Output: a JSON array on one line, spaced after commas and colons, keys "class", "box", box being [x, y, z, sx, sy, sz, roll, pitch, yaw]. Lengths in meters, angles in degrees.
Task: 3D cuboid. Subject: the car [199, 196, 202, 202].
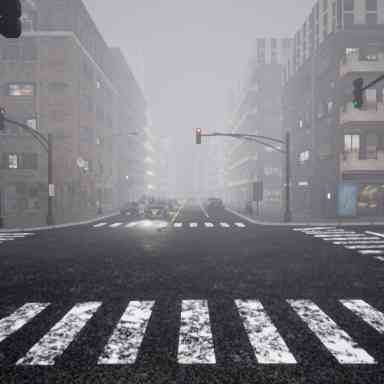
[{"class": "car", "box": [2.606, 1.599, 54.966, 1.802, 1.307, 4.206, 0, 0, 0]}]

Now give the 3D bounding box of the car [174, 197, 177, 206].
[{"class": "car", "box": [-3.163, 1.610, 40.724, 1.895, 1.301, 4.718, 0, 0, 0]}]

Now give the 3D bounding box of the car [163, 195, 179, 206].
[{"class": "car", "box": [-3.160, 1.581, 54.174, 1.994, 1.385, 4.181, 0, 0, 0]}]

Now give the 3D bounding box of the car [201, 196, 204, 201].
[{"class": "car", "box": [2.623, 1.451, 43.601, 1.967, 1.590, 4.097, 0, 0, 0]}]

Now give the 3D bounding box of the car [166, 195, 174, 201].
[{"class": "car", "box": [-5.828, 1.595, 89.045, 2.008, 1.369, 4.403, 0, 0, 0]}]

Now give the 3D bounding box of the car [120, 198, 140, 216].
[{"class": "car", "box": [-5.739, 1.572, 32.221, 1.947, 1.339, 4.313, 0, 0, 0]}]

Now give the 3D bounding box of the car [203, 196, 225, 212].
[{"class": "car", "box": [2.632, 1.448, 37.919, 1.967, 1.590, 4.097, 0, 0, 0]}]

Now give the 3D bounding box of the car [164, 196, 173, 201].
[{"class": "car", "box": [-5.819, 1.589, 83.362, 2.008, 1.369, 4.403, 0, 0, 0]}]

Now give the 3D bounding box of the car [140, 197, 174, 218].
[{"class": "car", "box": [-3.138, 1.497, 30.656, 2.128, 1.511, 4.902, 0, 0, 1]}]

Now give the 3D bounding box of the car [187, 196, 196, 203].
[{"class": "car", "box": [-0.065, 1.539, 70.643, 2.128, 1.511, 4.902, 0, 0, 0]}]

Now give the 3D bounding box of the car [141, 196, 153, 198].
[{"class": "car", "box": [-5.748, 1.534, 37.734, 1.752, 1.417, 4.829, 0, 0, 0]}]

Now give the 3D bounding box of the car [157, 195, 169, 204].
[{"class": "car", "box": [-5.793, 1.465, 66.316, 1.967, 1.590, 4.097, 0, 0, 0]}]

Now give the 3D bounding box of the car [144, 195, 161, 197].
[{"class": "car", "box": [-5.758, 1.326, 43.586, 2.192, 1.841, 5.009, 0, 0, 0]}]
